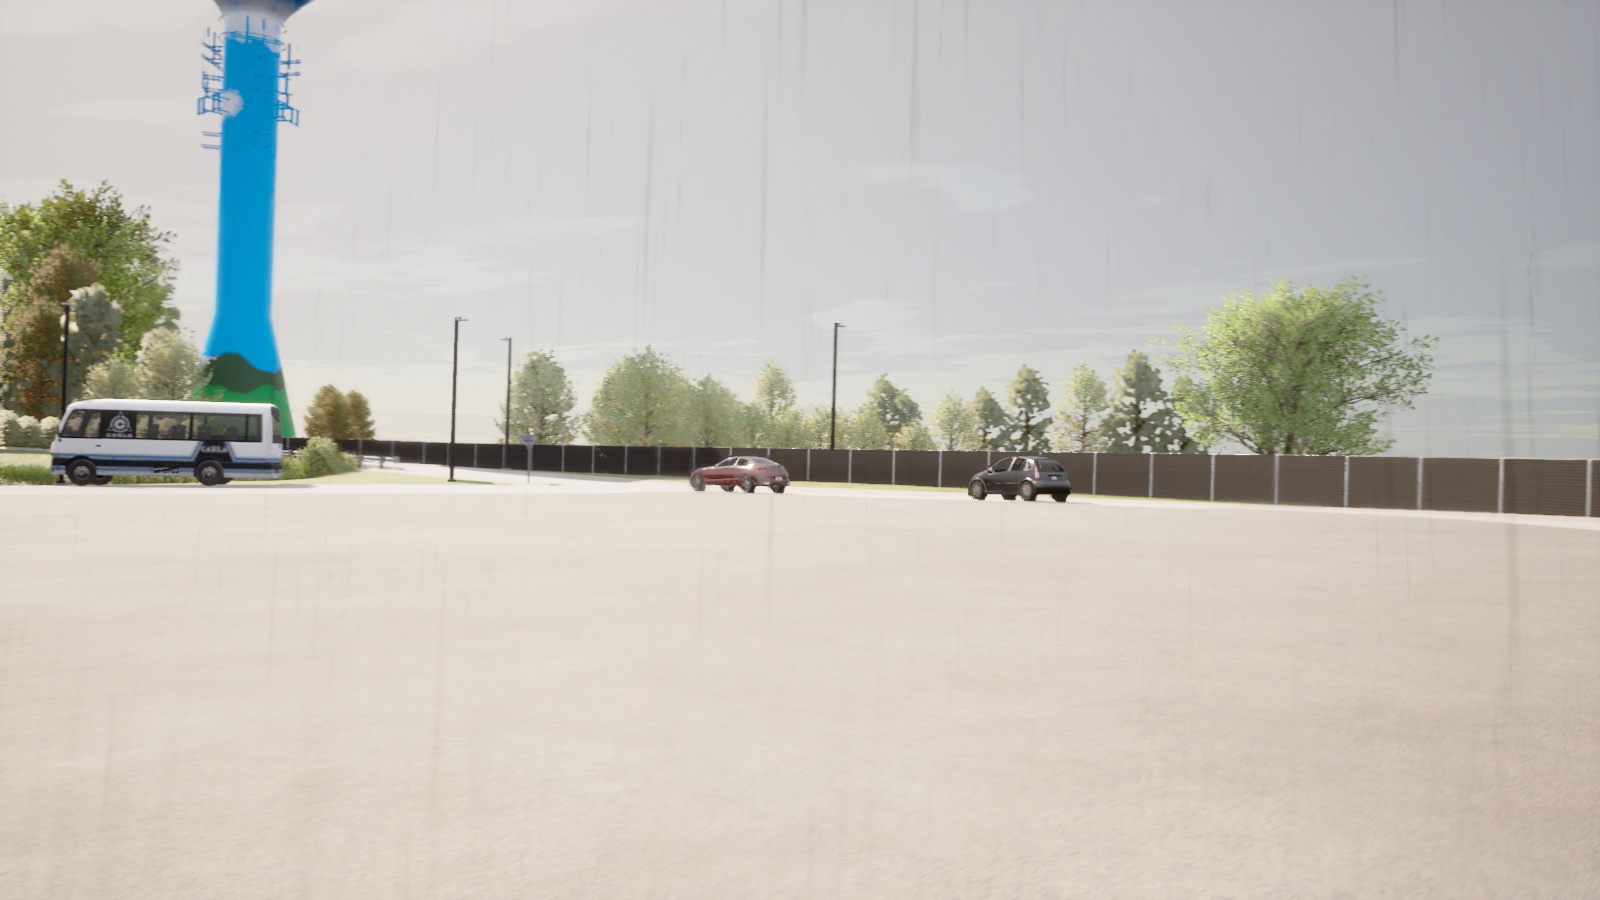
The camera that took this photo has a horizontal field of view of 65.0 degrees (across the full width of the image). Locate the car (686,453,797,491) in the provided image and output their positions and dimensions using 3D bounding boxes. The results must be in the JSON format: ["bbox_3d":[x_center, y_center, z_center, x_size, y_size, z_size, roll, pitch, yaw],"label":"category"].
[{"bbox_3d":[-2.672,0.975,56.657,5.027,1.651,2.152,0,-2,44],"label":"car"}]

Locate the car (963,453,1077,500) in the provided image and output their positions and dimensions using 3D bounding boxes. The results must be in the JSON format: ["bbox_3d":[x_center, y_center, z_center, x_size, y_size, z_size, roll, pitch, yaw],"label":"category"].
[{"bbox_3d":[7.877,0.981,45.316,1.851,1.617,3.988,2,-2,-32],"label":"car"}]

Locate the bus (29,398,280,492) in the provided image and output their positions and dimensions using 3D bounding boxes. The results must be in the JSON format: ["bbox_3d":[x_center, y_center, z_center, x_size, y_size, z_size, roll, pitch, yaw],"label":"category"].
[{"bbox_3d":[-31.548,-0.174,61.974,10.273,4.253,3.944,1,-1,-13],"label":"bus"}]
